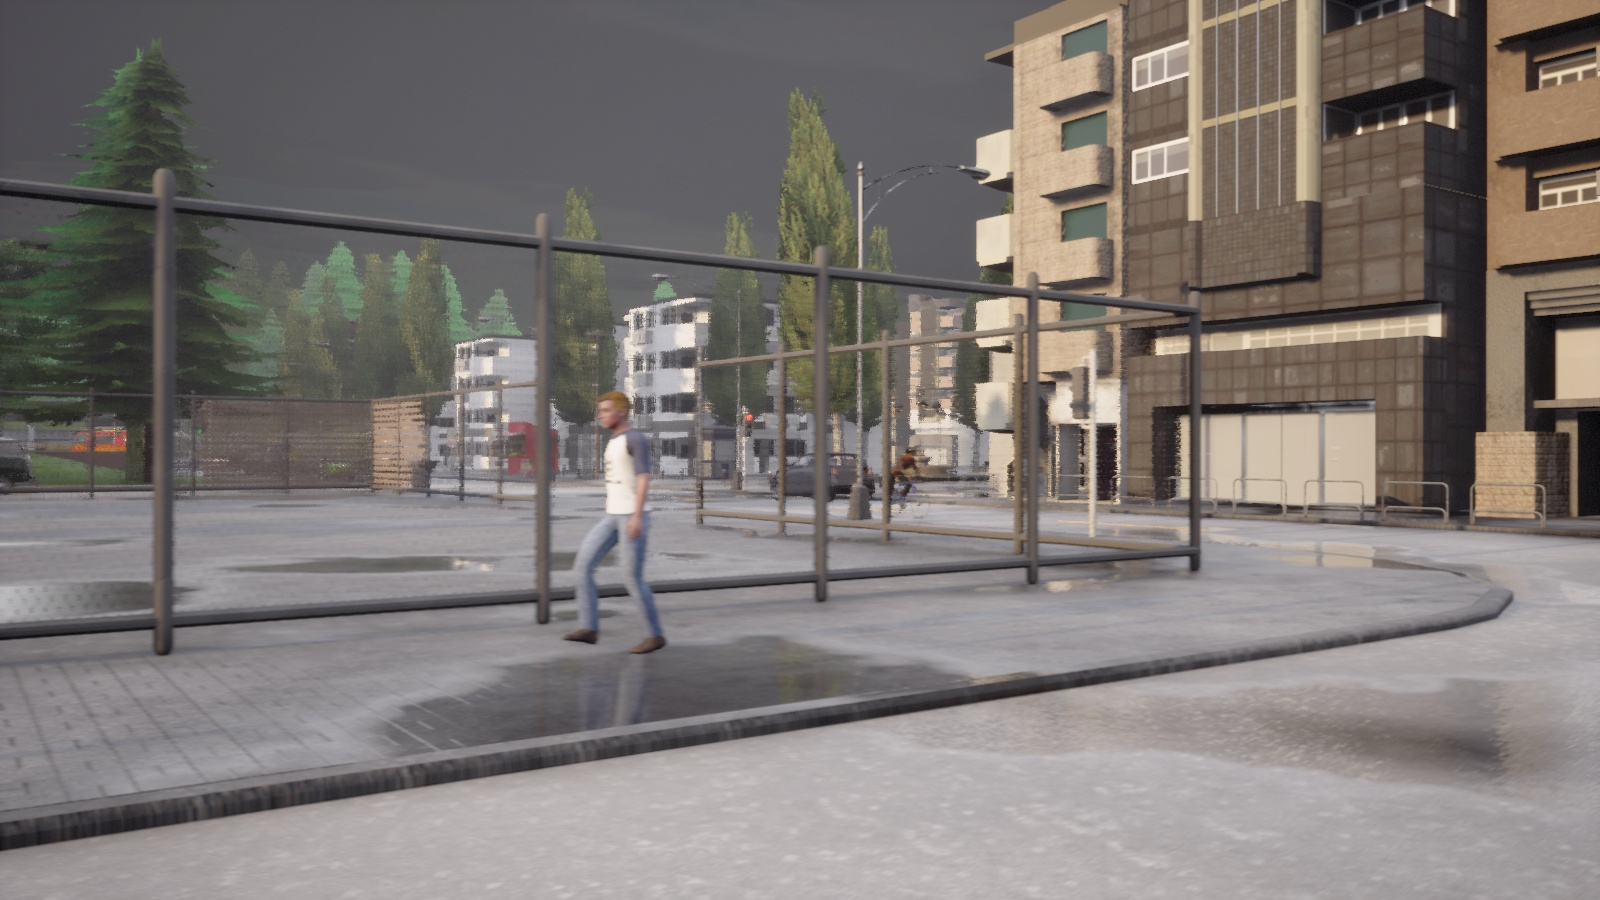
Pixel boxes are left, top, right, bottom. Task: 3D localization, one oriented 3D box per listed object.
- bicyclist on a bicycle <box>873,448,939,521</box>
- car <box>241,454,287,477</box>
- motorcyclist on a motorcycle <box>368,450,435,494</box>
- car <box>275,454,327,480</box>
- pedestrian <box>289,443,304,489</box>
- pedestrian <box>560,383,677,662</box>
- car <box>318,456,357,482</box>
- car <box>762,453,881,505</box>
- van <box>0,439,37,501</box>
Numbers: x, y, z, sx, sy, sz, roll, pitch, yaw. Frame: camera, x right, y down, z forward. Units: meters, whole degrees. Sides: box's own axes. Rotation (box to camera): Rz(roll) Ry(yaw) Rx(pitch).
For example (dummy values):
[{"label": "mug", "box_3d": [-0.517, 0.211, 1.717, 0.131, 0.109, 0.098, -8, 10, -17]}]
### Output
[{"label": "bicyclist on a bicycle", "box_3d": [2.415, 0.760, 28.694, 0.582, 1.620, 1.656, 0, 0, -35]}, {"label": "car", "box_3d": [-35.498, 1.025, 83.100, 1.837, 1.490, 4.892, 0, 0, -35]}, {"label": "motorcyclist on a motorcycle", "box_3d": [-15.516, 0.845, 48.939, 2.350, 1.649, 0.766, 0, -1, -41]}, {"label": "car", "box_3d": [-29.760, 0.993, 74.844, 1.837, 1.490, 4.892, 0, 0, -35]}, {"label": "pedestrian", "box_3d": [-20.431, 0.640, 50.975, 0.354, 1.836, 0.706, 0, 0, -41]}, {"label": "pedestrian", "box_3d": [-1.244, 0.478, 8.619, 0.706, 1.836, 0.354, 0, 0, -32]}, {"label": "car", "box_3d": [-25.091, 1.017, 68.162, 1.481, 1.376, 2.207, 0, 0, -35]}, {"label": "car", "box_3d": [0.598, 0.848, 38.285, 1.845, 1.501, 3.633, 0, 0, -35]}, {"label": "van", "box_3d": [-27.261, 0.654, 40.507, 4.442, 1.987, 1.775, 0, 0, -35]}]
